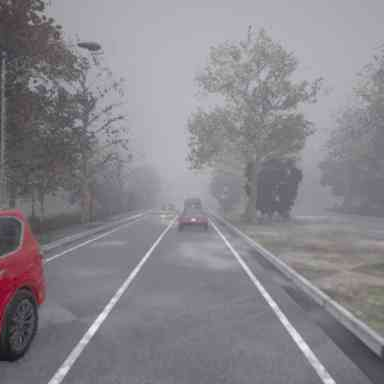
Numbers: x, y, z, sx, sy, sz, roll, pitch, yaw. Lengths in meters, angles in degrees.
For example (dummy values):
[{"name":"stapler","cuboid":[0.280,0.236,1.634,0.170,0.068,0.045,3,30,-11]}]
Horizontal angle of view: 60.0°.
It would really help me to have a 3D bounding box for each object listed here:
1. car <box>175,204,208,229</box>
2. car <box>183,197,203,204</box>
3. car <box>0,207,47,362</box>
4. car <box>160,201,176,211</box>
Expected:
[{"name":"car","cuboid":[0.099,1.772,23.236,1.994,1.385,4.181,0,-1,0]},{"name":"car","cuboid":[0.113,1.545,40.181,2.150,2.045,5.566,1,5,0]},{"name":"car","cuboid":[-3.350,1.222,2.992,2.150,2.045,5.566,0,0,0]},{"name":"car","cuboid":[-3.317,2.029,46.511,2.128,1.511,4.902,0,-1,0]}]
